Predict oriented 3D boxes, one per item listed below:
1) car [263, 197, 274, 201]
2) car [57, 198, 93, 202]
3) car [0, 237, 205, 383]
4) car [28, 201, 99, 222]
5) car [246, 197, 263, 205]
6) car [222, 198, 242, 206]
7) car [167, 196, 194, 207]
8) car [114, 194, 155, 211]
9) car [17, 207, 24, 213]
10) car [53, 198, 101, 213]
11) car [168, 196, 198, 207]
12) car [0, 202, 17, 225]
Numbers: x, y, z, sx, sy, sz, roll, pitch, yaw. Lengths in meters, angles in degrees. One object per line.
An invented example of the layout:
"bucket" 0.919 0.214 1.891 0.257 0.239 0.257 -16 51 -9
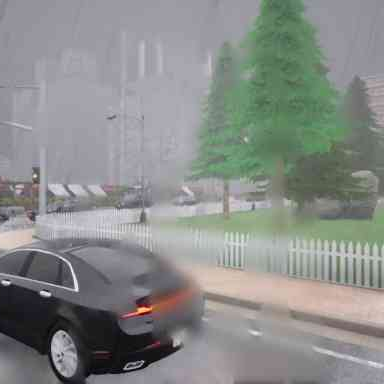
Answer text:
"car" 15.008 1.564 59.779 1.994 1.385 4.181 0 0 34
"car" -12.255 1.491 32.077 2.128 1.511 4.902 0 0 34
"car" -2.100 1.505 5.425 4.892 1.490 1.837 0 0 36
"car" -9.053 1.601 23.940 1.895 1.301 4.718 0 0 34
"car" 11.911 1.221 61.444 2.150 2.045 5.566 0 0 34
"car" 6.424 1.526 53.255 1.812 1.442 4.674 0 0 34
"car" -1.813 1.505 53.850 1.837 1.490 4.892 0 0 34
"car" -6.783 1.221 40.225 2.150 2.045 5.566 0 0 34
"car" -17.949 1.601 29.991 1.895 1.301 4.718 0 0 36
"car" -12.814 1.477 37.524 1.882 1.535 5.008 0 0 34
"car" -1.080 1.352 48.688 2.097 1.767 4.553 0 0 34
"car" -14.595 1.525 21.995 1.812 1.442 4.674 0 0 34
